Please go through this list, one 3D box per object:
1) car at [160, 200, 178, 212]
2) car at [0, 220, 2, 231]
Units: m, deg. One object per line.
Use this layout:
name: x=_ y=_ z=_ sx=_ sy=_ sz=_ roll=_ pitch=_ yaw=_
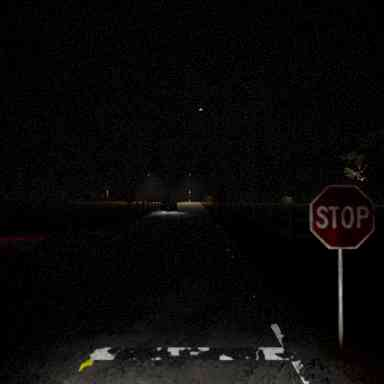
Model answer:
car: x=-2.719 y=1.681 z=40.611 sx=1.994 sy=1.385 sz=4.181 roll=0 pitch=0 yaw=0
car: x=-11.869 y=1.456 z=15.898 sx=5.008 sy=1.535 sz=1.882 roll=0 pitch=1 yaw=-1
